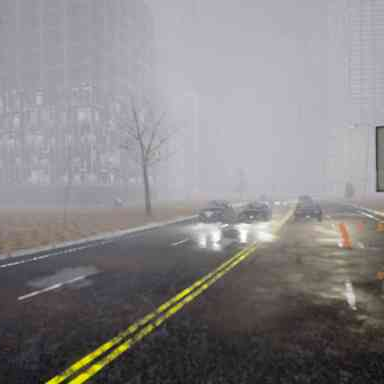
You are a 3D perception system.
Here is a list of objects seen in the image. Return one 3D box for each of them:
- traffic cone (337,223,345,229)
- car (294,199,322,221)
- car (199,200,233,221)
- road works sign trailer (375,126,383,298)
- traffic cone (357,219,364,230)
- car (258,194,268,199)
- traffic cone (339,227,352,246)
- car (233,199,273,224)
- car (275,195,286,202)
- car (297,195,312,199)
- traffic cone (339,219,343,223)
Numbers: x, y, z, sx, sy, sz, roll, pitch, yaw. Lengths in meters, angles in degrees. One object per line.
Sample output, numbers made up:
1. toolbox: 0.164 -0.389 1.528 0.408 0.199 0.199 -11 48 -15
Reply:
1. traffic cone: 6.988 1.830 15.284 0.340 0.580 0.340 -1 0 22
2. car: 8.859 1.422 25.391 1.895 1.301 4.718 -1 0 20
3. car: 1.994 1.403 26.198 2.128 1.511 4.902 -1 0 20
4. road works sign trailer: 4.871 0.388 6.420 2.380 3.560 2.880 -1 0 22
5. traffic cone: 9.416 1.789 18.616 0.340 0.580 0.340 -1 0 22
6. car: 14.183 1.110 65.983 1.837 1.490 4.892 -1 0 14
7. traffic cone: 6.237 1.844 13.430 0.340 0.580 0.340 -1 0 22
8. car: 4.608 1.447 23.888 1.994 1.385 4.181 -1 0 20
9. car: 16.996 1.175 63.857 1.895 1.301 4.718 -1 0 14
10. car: 15.913 1.132 47.049 1.882 1.535 5.008 -1 0 17
11. traffic cone: 7.739 1.815 17.138 0.340 0.580 0.340 -1 0 22
